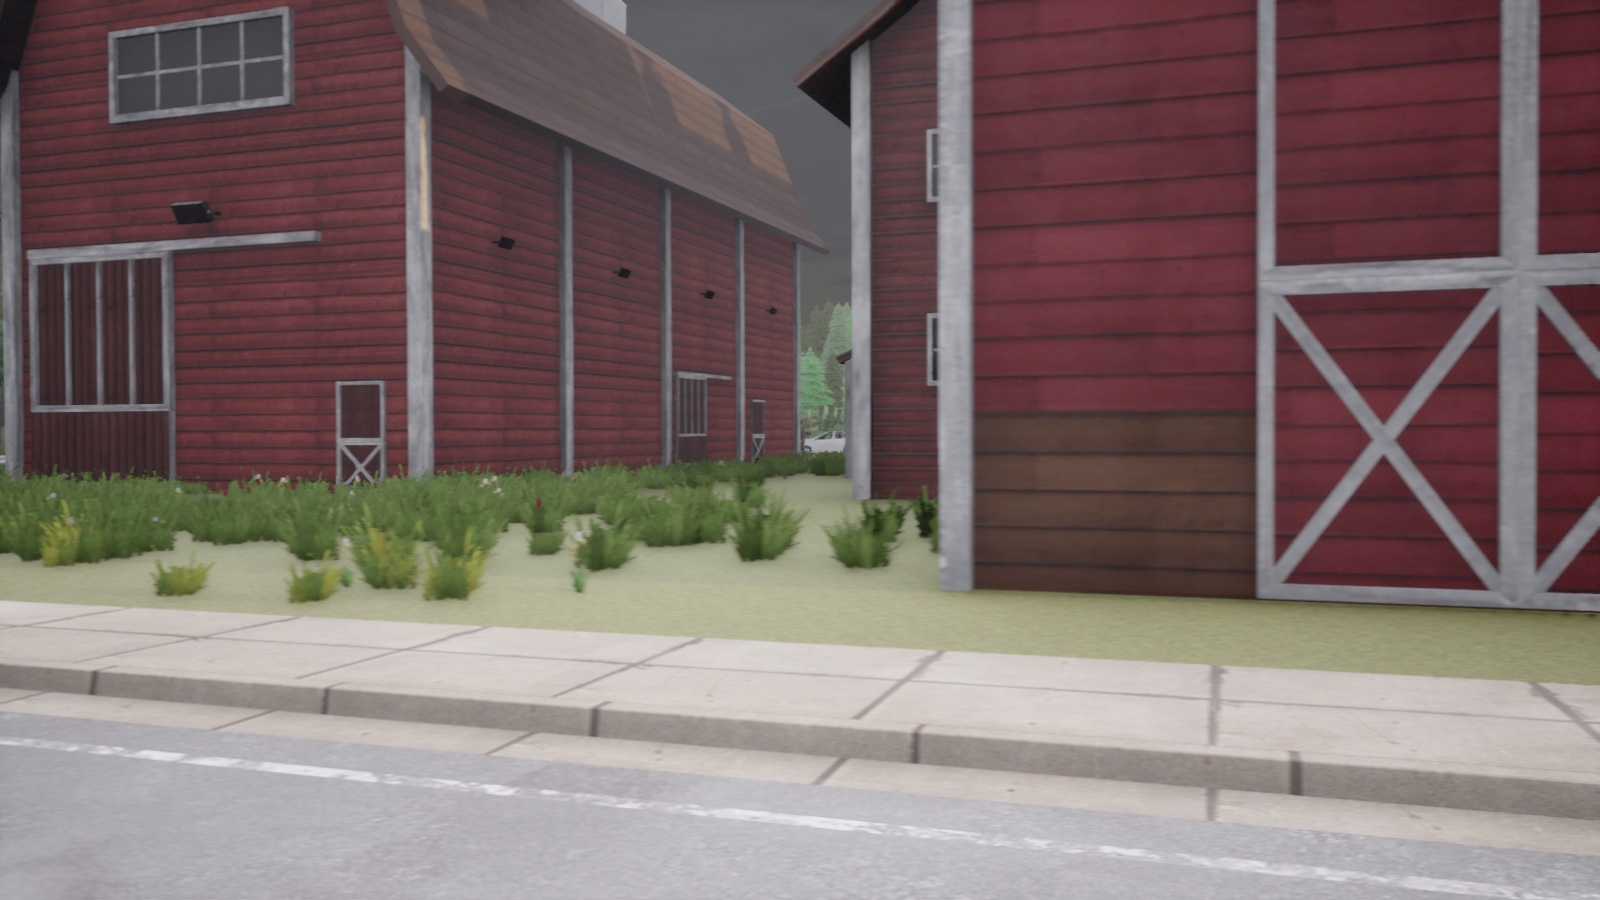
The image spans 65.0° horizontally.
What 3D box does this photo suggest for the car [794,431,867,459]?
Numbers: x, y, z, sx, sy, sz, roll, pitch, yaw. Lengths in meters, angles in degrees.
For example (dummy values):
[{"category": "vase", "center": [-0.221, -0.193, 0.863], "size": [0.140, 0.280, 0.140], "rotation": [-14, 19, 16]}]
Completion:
[{"category": "car", "center": [1.671, -0.289, 68.988], "size": [3.633, 1.501, 1.845], "rotation": [1, 1, 19]}]
